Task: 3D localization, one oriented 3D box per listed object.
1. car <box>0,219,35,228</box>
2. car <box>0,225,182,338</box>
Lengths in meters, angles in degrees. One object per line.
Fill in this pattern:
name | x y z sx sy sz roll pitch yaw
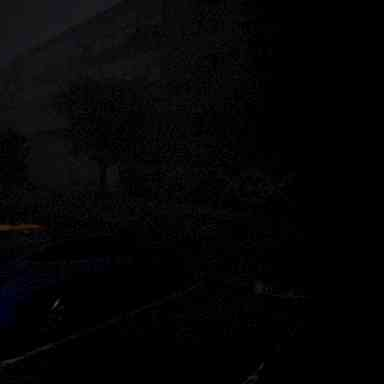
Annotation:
car | -4.347 1.472 8.608 1.946 1.575 5.366 0 0 35
car | -2.163 1.506 6.859 2.163 1.488 4.792 0 0 35
